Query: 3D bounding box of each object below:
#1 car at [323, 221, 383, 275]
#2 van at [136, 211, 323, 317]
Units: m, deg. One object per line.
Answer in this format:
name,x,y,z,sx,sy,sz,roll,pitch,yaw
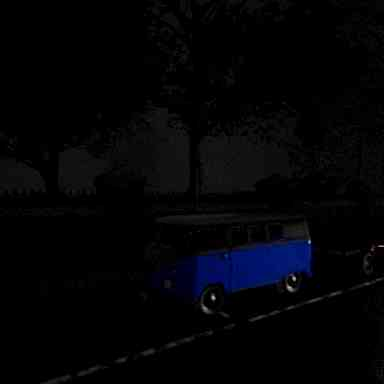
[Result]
car,5.421,1.590,10.436,4.206,1.307,1.802,0,0,-36
van,0.840,1.345,7.163,3.998,1.788,1.690,0,0,-36
